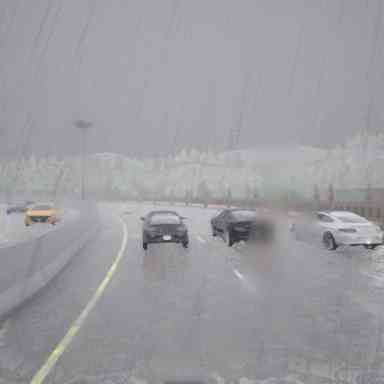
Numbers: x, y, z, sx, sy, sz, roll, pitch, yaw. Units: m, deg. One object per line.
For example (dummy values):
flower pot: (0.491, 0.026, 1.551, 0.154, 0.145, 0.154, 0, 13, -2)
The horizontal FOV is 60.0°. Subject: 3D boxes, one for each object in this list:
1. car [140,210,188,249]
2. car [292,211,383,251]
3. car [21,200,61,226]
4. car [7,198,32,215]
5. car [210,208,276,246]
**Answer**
car: (-1.285, 1.537, 14.703, 1.812, 1.442, 4.674, 0, 0, -9)
car: (5.889, 1.513, 13.989, 1.812, 1.442, 4.674, 0, 0, -8)
car: (-10.627, 1.525, 23.985, 1.882, 1.535, 5.008, 0, 0, -16)
car: (-18.332, 1.604, 35.270, 1.812, 1.442, 4.674, 0, 0, -24)
car: (2.156, 1.478, 15.321, 1.882, 1.535, 5.008, 0, 0, -9)
